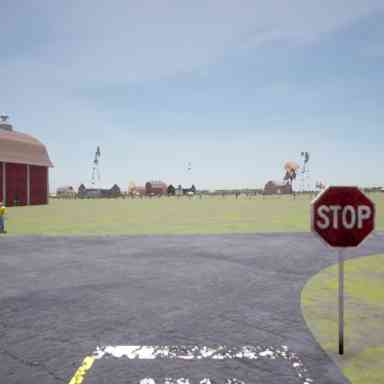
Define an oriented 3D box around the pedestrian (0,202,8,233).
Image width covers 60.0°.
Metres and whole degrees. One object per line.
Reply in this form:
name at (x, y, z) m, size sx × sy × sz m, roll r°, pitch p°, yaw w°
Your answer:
pedestrian at (-11.207, 1.488, 19.691) m, size 0.375 × 1.860 × 0.375 m, roll 0°, pitch 0°, yaw 4°
